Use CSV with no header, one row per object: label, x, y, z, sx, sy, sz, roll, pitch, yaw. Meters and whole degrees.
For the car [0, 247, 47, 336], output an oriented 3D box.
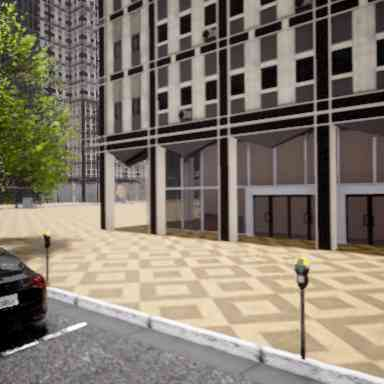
car,-4.341,1.621,5.964,4.313,1.339,1.947,-1,-1,35
